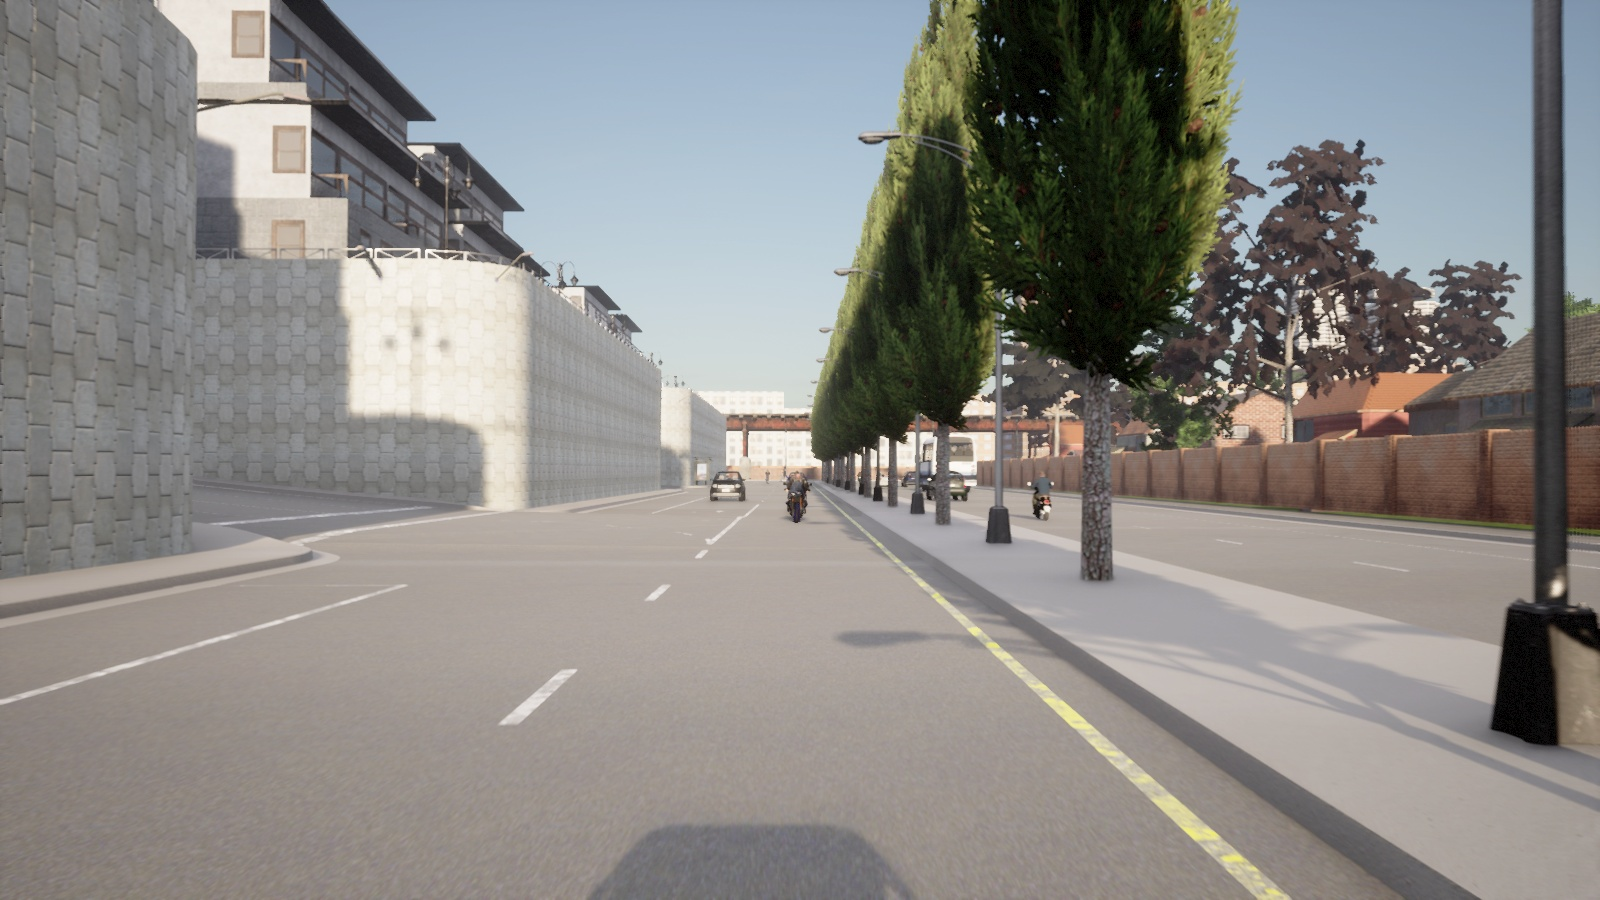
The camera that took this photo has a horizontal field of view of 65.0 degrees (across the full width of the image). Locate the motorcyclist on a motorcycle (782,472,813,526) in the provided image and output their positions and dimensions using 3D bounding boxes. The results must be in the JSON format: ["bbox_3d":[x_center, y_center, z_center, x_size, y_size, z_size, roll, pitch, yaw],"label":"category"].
[{"bbox_3d":[-0.089,1.443,37.639,0.866,1.530,2.191,1,-1,0],"label":"motorcyclist on a motorcycle"}]

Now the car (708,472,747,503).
[{"bbox_3d":[-3.656,1.880,64.069,1.789,1.549,3.705,0,-1,0],"label":"car"}]

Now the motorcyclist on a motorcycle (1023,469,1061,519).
[{"bbox_3d":[7.903,1.424,41.091,0.866,1.590,1.817,0,-1,0],"label":"motorcyclist on a motorcycle"}]

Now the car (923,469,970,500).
[{"bbox_3d":[7.882,1.817,67.812,1.851,1.617,3.988,0,-1,-3],"label":"car"}]

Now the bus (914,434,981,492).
[{"bbox_3d":[11.257,1.016,96.933,3.944,4.253,10.273,0,-1,0],"label":"bus"}]
